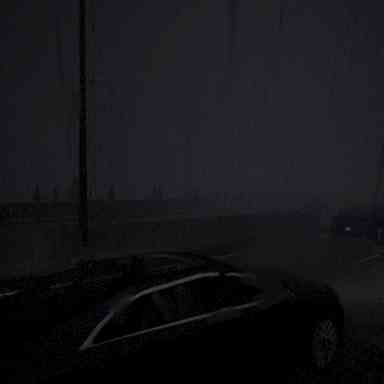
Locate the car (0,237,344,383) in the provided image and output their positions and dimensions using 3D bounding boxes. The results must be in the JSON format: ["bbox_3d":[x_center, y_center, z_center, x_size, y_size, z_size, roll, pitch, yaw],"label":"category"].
[{"bbox_3d":[-0.099,1.492,3.919,4.902,1.511,2.128,0,0,-37],"label":"car"}]

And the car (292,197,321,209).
[{"bbox_3d":[15.106,1.422,43.811,1.837,1.490,4.892,0,0,43],"label":"car"}]

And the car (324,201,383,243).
[{"bbox_3d":[8.501,1.434,16.092,5.008,1.535,1.882,0,0,-44],"label":"car"}]

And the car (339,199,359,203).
[{"bbox_3d":[16.789,1.438,35.335,1.812,1.442,4.674,0,0,43],"label":"car"}]

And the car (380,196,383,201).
[{"bbox_3d":[43.955,1.255,74.855,1.994,1.385,4.181,0,0,43],"label":"car"}]

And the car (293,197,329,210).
[{"bbox_3d":[13.603,1.418,37.047,2.128,1.511,4.902,0,0,43],"label":"car"}]
